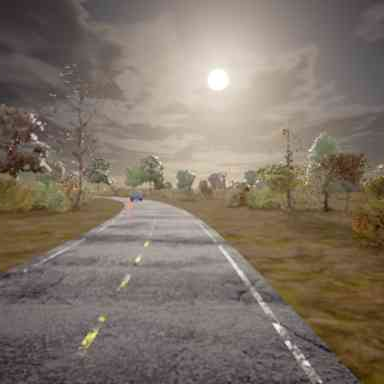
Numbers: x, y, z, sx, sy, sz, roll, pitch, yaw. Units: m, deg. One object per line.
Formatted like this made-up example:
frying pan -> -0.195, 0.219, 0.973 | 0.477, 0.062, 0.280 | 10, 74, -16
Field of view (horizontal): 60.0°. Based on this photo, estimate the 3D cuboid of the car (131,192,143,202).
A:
car -> -11.866, 0.951, 71.117 | 2.150, 2.045, 5.566 | 0, 0, -16

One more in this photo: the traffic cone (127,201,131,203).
traffic cone -> -7.988, 1.792, 43.391 | 0.340, 0.580, 0.340 | 0, 0, -10

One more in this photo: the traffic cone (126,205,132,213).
traffic cone -> -6.494, 1.830, 33.607 | 0.340, 0.580, 0.340 | 0, 0, -8
